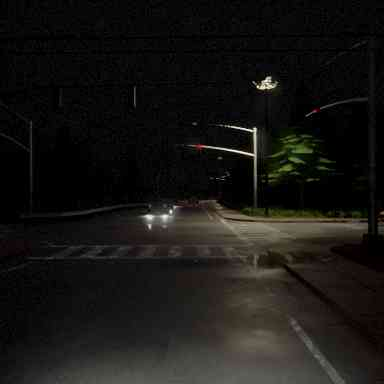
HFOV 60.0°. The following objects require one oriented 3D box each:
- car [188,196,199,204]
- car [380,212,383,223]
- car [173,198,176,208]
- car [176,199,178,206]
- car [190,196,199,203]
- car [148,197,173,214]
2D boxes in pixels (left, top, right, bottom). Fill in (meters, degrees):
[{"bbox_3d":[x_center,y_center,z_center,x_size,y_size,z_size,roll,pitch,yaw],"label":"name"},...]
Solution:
[{"bbox_3d":[0.312,1.689,65.344,1.812,1.442,4.674,0,0,2],"label":"car"},{"bbox_3d":[15.142,1.485,22.020,5.008,1.535,1.882,0,0,1],"label":"car"},{"bbox_3d":[-3.601,1.641,46.604,1.837,1.490,4.892,0,0,0],"label":"car"},{"bbox_3d":[-3.503,1.726,57.176,1.994,1.385,4.181,0,0,1],"label":"car"},{"bbox_3d":[0.631,1.629,75.652,1.837,1.490,4.892,0,0,2],"label":"car"},{"bbox_3d":[-3.615,1.465,36.735,2.097,1.767,4.553,0,0,0],"label":"car"}]
